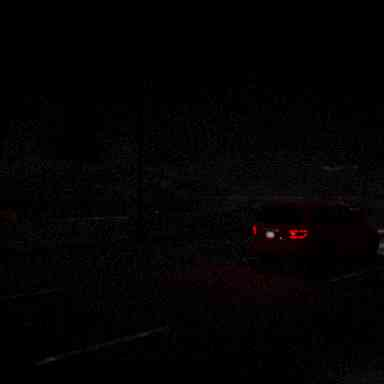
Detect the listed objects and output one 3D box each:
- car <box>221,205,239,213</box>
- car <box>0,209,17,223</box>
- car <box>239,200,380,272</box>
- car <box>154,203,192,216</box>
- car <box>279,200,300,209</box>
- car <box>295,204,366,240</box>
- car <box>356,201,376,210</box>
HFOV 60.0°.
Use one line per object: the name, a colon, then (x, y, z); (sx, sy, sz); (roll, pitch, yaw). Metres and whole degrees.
car: (4.464, 1.932, 30.658); (4.674, 1.442, 1.812); (1, -1, -44)
car: (-15.119, 1.755, 23.318); (5.008, 1.535, 1.882); (0, -1, -36)
car: (4.422, 1.383, 11.626); (5.566, 2.045, 2.150); (0, -1, -39)
car: (-2.189, 1.993, 38.854); (4.902, 1.511, 2.128); (1, -1, -44)
car: (17.968, 2.301, 61.144); (1.882, 1.535, 5.008); (-1, 0, 41)
car: (8.235, 1.621, 19.543); (4.553, 1.767, 2.097); (1, -1, -42)
car: (31.938, 2.370, 61.130); (2.128, 1.511, 4.902); (-1, -1, 41)
